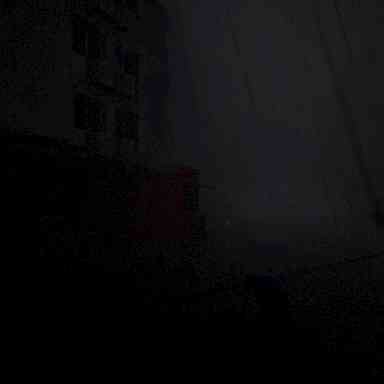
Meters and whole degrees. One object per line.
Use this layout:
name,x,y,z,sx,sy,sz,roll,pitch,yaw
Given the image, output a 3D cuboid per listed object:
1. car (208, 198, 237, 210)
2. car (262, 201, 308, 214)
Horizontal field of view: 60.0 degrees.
car,3.856,1.526,43.777,1.812,1.442,4.674,0,0,-36
car,9.860,1.601,35.363,1.895,1.301,4.718,0,0,-36
